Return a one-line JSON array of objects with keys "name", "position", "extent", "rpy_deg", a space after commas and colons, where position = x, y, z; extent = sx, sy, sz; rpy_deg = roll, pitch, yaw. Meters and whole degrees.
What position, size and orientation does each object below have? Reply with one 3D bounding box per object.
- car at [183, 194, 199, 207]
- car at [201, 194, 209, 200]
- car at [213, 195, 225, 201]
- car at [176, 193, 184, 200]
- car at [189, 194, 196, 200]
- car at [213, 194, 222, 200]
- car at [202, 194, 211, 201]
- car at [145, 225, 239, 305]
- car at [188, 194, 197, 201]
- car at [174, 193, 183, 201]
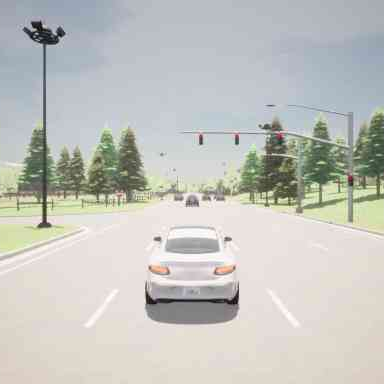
[{"name": "car", "position": [0.062, 1.352, 51.848], "extent": [2.097, 1.767, 4.553], "rpy_deg": [0, 0, 0]}, {"name": "car", "position": [3.612, 1.372, 92.907], "extent": [2.033, 1.411, 5.357], "rpy_deg": [0, 0, 0]}, {"name": "car", "position": [7.099, 1.516, 82.483], "extent": [2.128, 1.511, 4.902], "rpy_deg": [0, 0, 0]}, {"name": "car", "position": [-3.388, 1.187, 92.885], "extent": [2.097, 1.767, 4.553], "rpy_deg": [0, 0, 0]}, {"name": "car", "position": [0.112, 1.332, 92.911], "extent": [1.837, 1.490, 4.892], "rpy_deg": [0, 0, 0]}, {"name": "car", "position": [7.112, 1.384, 92.903], "extent": [1.994, 1.385, 4.181], "rpy_deg": [0, 0, 0]}, {"name": "car", "position": [3.600, 1.347, 82.874], "extent": [2.097, 1.767, 4.553], "rpy_deg": [0, 0, 0]}, {"name": "car", "position": [0.016, 1.526, 7.975], "extent": [1.812, 1.442, 4.674], "rpy_deg": [0, 0, 0]}, {"name": "car", "position": [0.100, 1.347, 82.878], "extent": [2.097, 1.767, 4.553], "rpy_deg": [0, 0, 0]}, {"name": "car", "position": [-3.400, 1.543, 82.879], "extent": [1.994, 1.385, 4.181], "rpy_deg": [0, 0, 0]}]
